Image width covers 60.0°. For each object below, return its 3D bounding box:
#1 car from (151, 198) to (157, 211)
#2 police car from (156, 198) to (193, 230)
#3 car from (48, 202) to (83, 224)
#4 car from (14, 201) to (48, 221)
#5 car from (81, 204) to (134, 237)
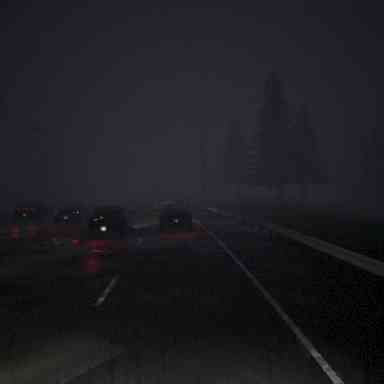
[{"bbox_3d":[-3.542,1.398,37.900,1.812,1.442,4.674,0,0,-10],"label":"car"},{"bbox_3d":[-1.086,1.353,20.699,1.930,1.638,5.238,0,0,-6],"label":"police car"},{"bbox_3d":[-8.470,1.462,23.830,1.812,1.442,4.674,0,0,-7],"label":"car"},{"bbox_3d":[-12.299,1.429,26.211,2.128,1.511,4.902,0,0,-7],"label":"car"},{"bbox_3d":[-4.333,1.451,17.919,1.837,1.490,4.892,0,0,-5],"label":"car"}]
